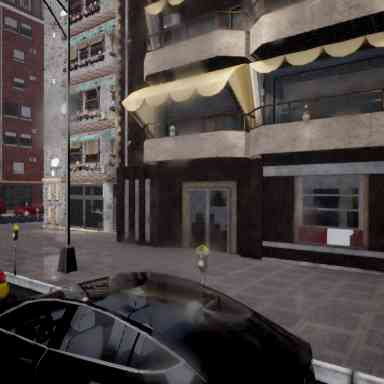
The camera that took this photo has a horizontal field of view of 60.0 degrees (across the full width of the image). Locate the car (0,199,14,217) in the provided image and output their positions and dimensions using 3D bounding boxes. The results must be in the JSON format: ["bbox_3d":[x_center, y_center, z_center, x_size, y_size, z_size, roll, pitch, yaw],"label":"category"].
[{"bbox_3d":[-20.593,1.598,32.155,2.192,1.841,5.009,-1,-2,35],"label":"car"}]

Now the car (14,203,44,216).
[{"bbox_3d":[-17.307,1.931,36.801,1.887,1.381,4.507,-1,-2,35],"label":"car"}]

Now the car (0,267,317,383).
[{"bbox_3d":[-0.923,1.566,3.527,4.313,1.339,1.947,0,0,35],"label":"car"}]
